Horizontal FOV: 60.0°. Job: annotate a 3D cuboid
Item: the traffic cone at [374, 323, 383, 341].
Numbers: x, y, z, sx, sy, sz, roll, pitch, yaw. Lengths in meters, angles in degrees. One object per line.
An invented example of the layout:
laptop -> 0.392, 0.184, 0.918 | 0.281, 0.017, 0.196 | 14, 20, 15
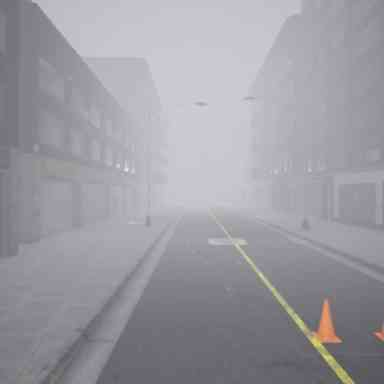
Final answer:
traffic cone -> 3.098, 1.988, 5.193 | 0.340, 0.580, 0.340 | 0, 0, 0

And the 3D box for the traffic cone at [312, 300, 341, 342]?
traffic cone -> 2.098, 1.981, 5.199 | 0.340, 0.580, 0.340 | 0, 0, 0
